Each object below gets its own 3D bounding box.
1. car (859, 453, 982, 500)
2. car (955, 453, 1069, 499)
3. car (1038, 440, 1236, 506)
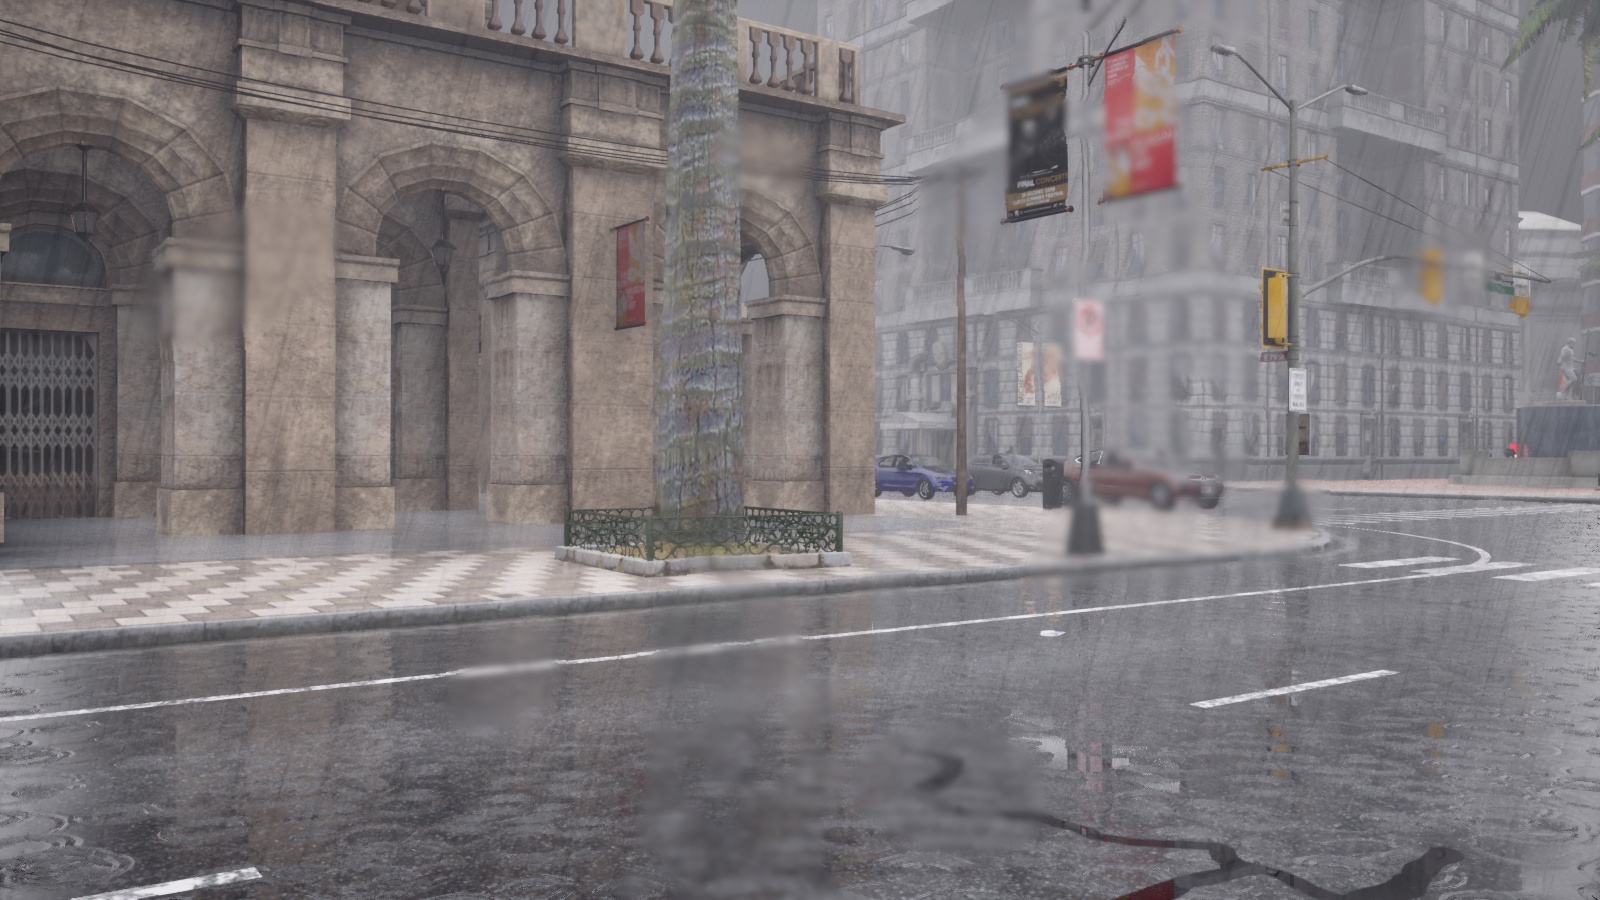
[{"bbox_3d":[3.948,0.852,41.834,1.816,1.474,4.193,0,0,-34],"label":"car"},{"bbox_3d":[7.234,0.849,43.140,1.845,1.501,3.633,0,0,-35],"label":"car"},{"bbox_3d":[9.144,0.588,34.468,2.152,1.651,5.027,0,0,-35],"label":"car"}]
